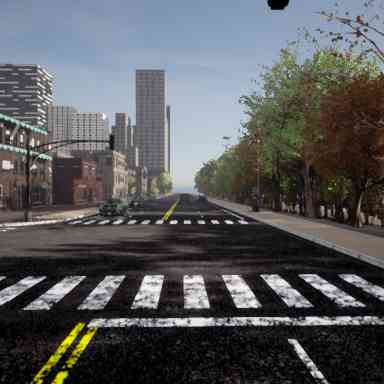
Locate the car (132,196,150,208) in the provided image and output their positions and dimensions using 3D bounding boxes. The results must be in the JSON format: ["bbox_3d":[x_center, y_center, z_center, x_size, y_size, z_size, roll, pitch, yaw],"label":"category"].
[{"bbox_3d":[-7.711,1.472,47.857,2.128,1.511,4.902,0,0,-2],"label":"car"}]

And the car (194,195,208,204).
[{"bbox_3d":[1.891,1.451,62.864,1.882,1.535,5.008,0,0,-1],"label":"car"}]

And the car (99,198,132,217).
[{"bbox_3d":[-7.332,1.341,31.596,2.097,1.767,4.553,0,0,-1],"label":"car"}]

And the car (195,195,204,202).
[{"bbox_3d":[1.555,1.468,72.970,1.837,1.490,4.892,0,0,-1],"label":"car"}]

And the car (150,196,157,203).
[{"bbox_3d":[-8.052,1.519,66.705,2.033,1.411,5.357,0,0,-1],"label":"car"}]

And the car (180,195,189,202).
[{"bbox_3d":[-1.703,1.445,74.225,1.882,1.535,5.008,0,0,-1],"label":"car"}]

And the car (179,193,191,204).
[{"bbox_3d":[-1.376,1.195,63.643,2.150,2.045,5.566,0,0,-1],"label":"car"}]
